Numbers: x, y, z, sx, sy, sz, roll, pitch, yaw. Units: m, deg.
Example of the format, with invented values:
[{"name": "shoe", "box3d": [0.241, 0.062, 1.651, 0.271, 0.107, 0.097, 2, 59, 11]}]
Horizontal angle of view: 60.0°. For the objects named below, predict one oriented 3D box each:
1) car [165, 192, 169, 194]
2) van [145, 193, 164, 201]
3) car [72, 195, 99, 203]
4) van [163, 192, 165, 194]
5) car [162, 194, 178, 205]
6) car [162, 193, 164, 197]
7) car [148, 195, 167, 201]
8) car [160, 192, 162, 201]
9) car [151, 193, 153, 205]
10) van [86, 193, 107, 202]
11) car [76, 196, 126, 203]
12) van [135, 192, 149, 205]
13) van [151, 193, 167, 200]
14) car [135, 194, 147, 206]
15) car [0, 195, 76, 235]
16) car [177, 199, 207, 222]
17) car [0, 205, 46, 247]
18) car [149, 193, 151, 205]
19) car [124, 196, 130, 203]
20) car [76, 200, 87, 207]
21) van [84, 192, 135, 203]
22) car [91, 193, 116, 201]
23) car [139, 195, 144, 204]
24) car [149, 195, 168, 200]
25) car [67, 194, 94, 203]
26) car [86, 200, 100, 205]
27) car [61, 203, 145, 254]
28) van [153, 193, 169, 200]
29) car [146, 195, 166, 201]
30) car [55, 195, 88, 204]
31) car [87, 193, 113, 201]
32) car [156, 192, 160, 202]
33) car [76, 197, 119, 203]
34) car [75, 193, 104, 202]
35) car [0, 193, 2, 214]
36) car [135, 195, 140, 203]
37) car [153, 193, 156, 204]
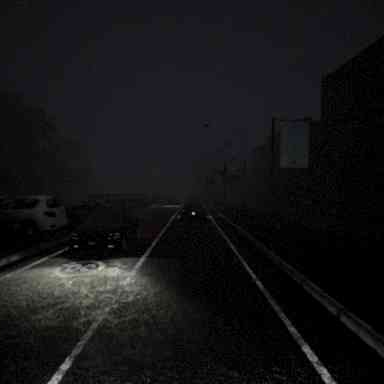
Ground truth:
[{"name": "car", "box3d": [-8.903, 1.174, 77.602, 5.566, 2.045, 2.435, 0, 0, 0]}, {"name": "van", "box3d": [-9.051, 1.201, 80.402, 4.442, 1.987, 1.878, 0, 0, 0]}, {"name": "car", "box3d": [-21.971, 1.452, 68.695, 4.792, 1.488, 2.163, 0, 0, 0]}, {"name": "van", "box3d": [-9.044, 1.198, 74.797, 4.442, 1.987, 1.878, 0, 0, 0]}, {"name": "car", "box3d": [-3.290, 1.485, 56.037, 2.033, 1.411, 5.357, 0, 0, 1]}, {"name": "car", "box3d": [-8.914, 1.423, 69.191, 4.892, 1.521, 2.231, 0, 0, 0]}, {"name": "car", "box3d": [-8.938, 1.456, 86.014, 4.674, 1.452, 2.002, 0, 0, 0]}, {"name": "car", "box3d": [-8.882, 1.166, 60.781, 5.566, 2.045, 2.435, 0, 0, 0]}, {"name": "car", "box3d": [-8.869, 1.287, 52.371, 4.553, 1.767, 2.185, 0, 0, 0]}, {"name": "van", "box3d": [-22.127, 1.201, 77.021, 4.442, 1.987, 1.878, 0, 0, 0]}, {"name": "car", "box3d": [-9.059, 1.399, 29.945, 5.366, 1.575, 1.946, 0, 0, 0]}, {"name": "van", "box3d": [-8.777, 1.184, 46.765, 4.442, 1.987, 1.878, 0, 0, 0]}, {"name": "van", "box3d": [-9.064, 1.166, 91.623, 4.442, 1.987, 1.878, 0, 0, 0]}, {"name": "car", "box3d": [-8.885, 1.409, 43.961, 5.008, 1.535, 2.097, 0, 0, 0]}, {"name": "car", "box3d": [-8.885, 1.170, 15.931, 5.566, 2.045, 2.435, 0, 0, 0]}, {"name": "car", "box3d": [0.104, 1.498, 25.765, 1.994, 1.385, 4.181, 0, 0, 0]}, {"name": "car", "box3d": [-8.848, 1.428, 13.128, 5.008, 1.535, 2.097, 0, 0, 0]}, {"name": "car", "box3d": [-8.928, 1.286, 49.568, 4.553, 1.767, 2.185, 0, 0, 0]}, {"name": "car", "box3d": [-8.906, 1.433, 32.748, 4.792, 1.488, 2.163, 0, 0, 0]}, {"name": "car", "box3d": [-8.856, 1.415, 18.739, 4.892, 1.521, 2.231, 0, 0, 0]}, {"name": "van", "box3d": [-8.764, 1.179, 35.552, 4.442, 1.987, 1.878, 0, 0, 0]}, {"name": "car", "box3d": [-21.988, 1.173, 82.574, 5.566, 2.045, 2.435, 0, 0, 0]}, {"name": "car", "box3d": [-8.858, 1.437, 41.158, 4.792, 1.488, 2.163, 0, 0, 0]}, {"name": "car", "box3d": [-8.974, 1.437, 88.821, 4.792, 1.488, 2.163, 0, 0, 0]}, {"name": "car", "box3d": [-22.027, 1.296, 65.917, 4.553, 1.767, 2.185, 0, 0, 0]}, {"name": "car", "box3d": [-8.834, 1.437, 21.537, 4.792, 1.488, 2.163, 0, 0, 0]}, {"name": "car", "box3d": [-3.347, 1.437, 13.586, 1.882, 1.535, 5.008, 0, 0, 0]}, {"name": "van", "box3d": [-8.834, 1.150, 94.425, 4.442, 1.987, 1.878, 0, 0, 0]}, {"name": "car", "box3d": [-8.944, 1.423, 83.210, 4.892, 1.521, 2.231, 0, 0, 0]}, {"name": "car", "box3d": [-21.805, 1.416, 60.367, 5.366, 1.575, 1.946, 0, 0, 0]}, {"name": "car", "box3d": [-22.042, 1.177, 79.797, 5.566, 2.045, 2.435, 0, 0, 0]}, {"name": "car", "box3d": [-8.879, 1.164, 57.978, 5.566, 2.045, 2.435, 0, 0, 0]}, {"name": "car", "box3d": [-8.865, 1.402, 27.145, 5.008, 1.535, 2.097, 0, 0, 0]}, {"name": "car", "box3d": [-22.032, 1.173, 71.470, 5.566, 2.045, 2.435, 0, 0, 0]}, {"name": "car", "box3d": [-21.928, 1.153, 32.367, 5.566, 2.045, 2.435, 0, 0, 0]}, {"name": "car", "box3d": [-8.854, 1.436, 38.355, 4.792, 1.488, 2.163, 0, 0, 0]}, {"name": "car", "box3d": [-8.873, 1.289, 55.175, 4.553, 1.767, 2.185, 0, 0, 0]}]
